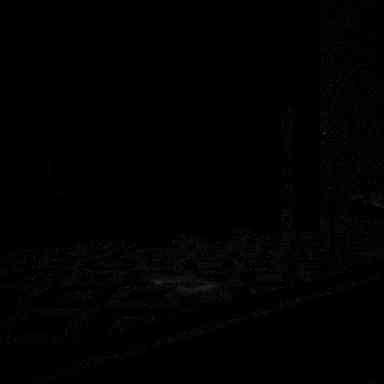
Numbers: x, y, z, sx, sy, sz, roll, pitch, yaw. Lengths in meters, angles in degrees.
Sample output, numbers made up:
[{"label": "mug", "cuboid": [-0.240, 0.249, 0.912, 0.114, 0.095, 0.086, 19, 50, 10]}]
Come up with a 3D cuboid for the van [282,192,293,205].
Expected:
[{"label": "van", "cuboid": [12.254, 0.931, 46.565, 1.690, 1.788, 3.998, 1, 0, -35]}]

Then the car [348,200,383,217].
[{"label": "car", "cuboid": [14.816, 1.367, 28.290, 2.008, 1.369, 4.403, 1, 0, -35]}]

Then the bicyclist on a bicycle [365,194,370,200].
[{"label": "bicyclist on a bicycle", "cuboid": [20.841, 1.031, 39.619, 1.656, 1.620, 0.582, 0, 1, -36]}]
